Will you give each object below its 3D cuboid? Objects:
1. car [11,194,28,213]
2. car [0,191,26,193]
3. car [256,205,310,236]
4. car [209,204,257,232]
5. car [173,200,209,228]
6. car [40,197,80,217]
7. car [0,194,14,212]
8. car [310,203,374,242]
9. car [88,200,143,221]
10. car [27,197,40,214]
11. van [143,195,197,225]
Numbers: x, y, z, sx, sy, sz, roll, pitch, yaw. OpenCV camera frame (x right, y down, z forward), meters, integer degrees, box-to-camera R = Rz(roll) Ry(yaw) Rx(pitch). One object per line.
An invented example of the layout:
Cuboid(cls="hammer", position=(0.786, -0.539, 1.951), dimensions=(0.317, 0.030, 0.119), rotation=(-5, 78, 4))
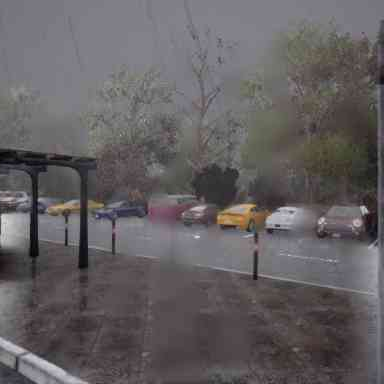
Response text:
Cuboid(cls="car", position=(-14.723, 1.277, 33.113), dimensions=(2.231, 1.521, 4.892), rotation=(1, 0, 35))
Cuboid(cls="car", position=(-21.537, 0.950, 37.896), dimensions=(2.435, 2.045, 5.566), rotation=(1, 0, 35))
Cuboid(cls="car", position=(5.657, 1.541, 18.670), dimensions=(2.002, 1.452, 4.674), rotation=(1, 0, 35))
Cuboid(cls="car", position=(3.390, 1.476, 20.271), dimensions=(2.097, 1.535, 5.008), rotation=(1, 0, 35))
Cuboid(cls="car", position=(1.125, 1.491, 21.878), dimensions=(2.002, 1.452, 4.674), rotation=(1, 0, 35))
Cuboid(cls="car", position=(-10.305, 1.323, 29.748), dimensions=(1.946, 1.575, 5.366), rotation=(1, 0, 35))
Cuboid(cls="car", position=(-16.989, 1.251, 34.716), dimensions=(2.097, 1.535, 5.008), rotation=(1, 0, 35))
Cuboid(cls="car", position=(7.942, 1.402, 17.092), dimensions=(2.185, 1.767, 4.553), rotation=(1, 0, 35))
Cuboid(cls="car", position=(-5.684, 1.405, 26.668), dimensions=(2.163, 1.488, 4.792), rotation=(1, 0, 35))
Cuboid(cls="car", position=(-12.446, 1.330, 31.528), dimensions=(2.163, 1.488, 4.792), rotation=(1, 0, 35))
Cuboid(cls="van", position=(-1.068, 1.200, 23.578), dimensions=(1.878, 1.987, 4.442), rotation=(1, 0, 35))
